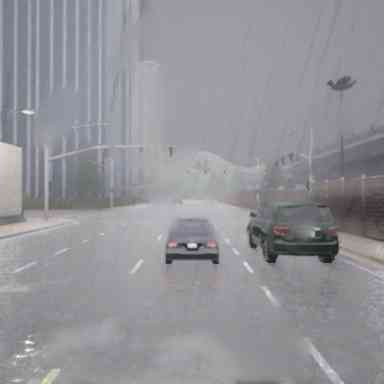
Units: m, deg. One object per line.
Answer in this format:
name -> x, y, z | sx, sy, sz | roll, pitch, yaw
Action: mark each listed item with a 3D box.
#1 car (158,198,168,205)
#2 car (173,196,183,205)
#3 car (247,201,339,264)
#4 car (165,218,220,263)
car -> -6.946, 2.331, 80.301 | 1.837, 1.490, 4.892 | 0, -1, 0
car -> -3.446, 2.056, 80.271 | 2.150, 2.045, 5.566 | 0, -1, 0
car -> 3.516, 1.356, 12.560 | 2.150, 2.045, 5.566 | 0, 0, 0
car -> 0.016, 1.678, 12.498 | 2.033, 1.411, 5.357 | 0, -1, 0
